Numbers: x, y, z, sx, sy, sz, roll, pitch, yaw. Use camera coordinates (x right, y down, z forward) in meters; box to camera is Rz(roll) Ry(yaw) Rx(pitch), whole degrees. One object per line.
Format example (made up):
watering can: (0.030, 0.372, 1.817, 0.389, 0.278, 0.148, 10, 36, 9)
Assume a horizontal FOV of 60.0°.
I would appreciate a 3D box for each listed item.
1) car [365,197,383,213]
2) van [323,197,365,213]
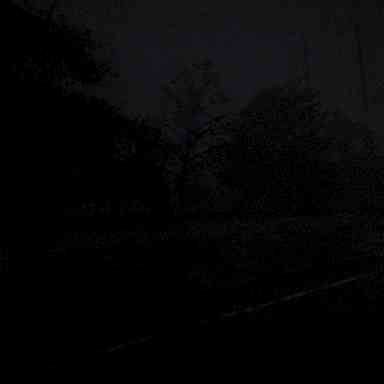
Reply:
car: (21.077, 1.657, 43.396, 2.435, 2.045, 5.566, 2, -1, -35)
van: (18.670, 1.602, 41.791, 1.878, 1.987, 4.442, 2, -1, -35)
